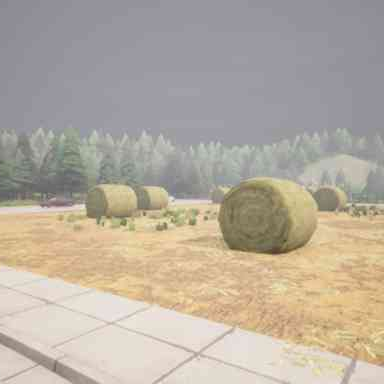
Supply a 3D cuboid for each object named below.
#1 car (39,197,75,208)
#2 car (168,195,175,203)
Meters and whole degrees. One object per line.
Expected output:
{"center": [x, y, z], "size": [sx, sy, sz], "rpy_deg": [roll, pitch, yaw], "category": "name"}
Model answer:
{"center": [-17.885, 1.377, 44.247], "size": [1.812, 1.442, 4.674], "rpy_deg": [0, 0, 36], "category": "car"}
{"center": [-5.043, 1.302, 61.423], "size": [1.812, 1.442, 4.674], "rpy_deg": [0, 0, 37], "category": "car"}
